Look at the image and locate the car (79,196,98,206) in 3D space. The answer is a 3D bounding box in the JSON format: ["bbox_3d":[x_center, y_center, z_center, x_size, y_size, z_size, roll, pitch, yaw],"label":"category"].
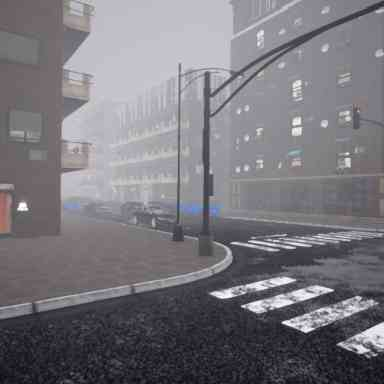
[{"bbox_3d":[-18.226,1.596,58.305,1.967,1.590,4.097,1,-1,-35],"label":"car"}]

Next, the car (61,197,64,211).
[{"bbox_3d":[-15.152,1.580,40.020,2.008,1.369,4.403,1,-1,-35],"label":"car"}]

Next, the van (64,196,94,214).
[{"bbox_3d":[-11.966,1.360,35.423,1.690,1.788,3.998,1,-1,-35],"label":"van"}]

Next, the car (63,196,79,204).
[{"bbox_3d":[-24.596,1.613,67.504,1.967,1.590,4.097,1,-1,-35],"label":"car"}]

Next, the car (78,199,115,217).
[{"bbox_3d":[-8.784,1.591,30.821,1.802,1.307,4.206,1,-1,-35],"label":"car"}]

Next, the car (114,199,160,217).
[{"bbox_3d":[-4.979,1.559,29.665,1.812,1.442,4.674,1,-1,-35],"label":"car"}]

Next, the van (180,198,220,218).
[{"bbox_3d":[0.882,1.438,30.709,1.690,1.788,3.998,1,-1,-35],"label":"van"}]

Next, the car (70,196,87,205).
[{"bbox_3d":[-21.411,1.604,62.904,1.967,1.590,4.097,1,-1,-35],"label":"car"}]

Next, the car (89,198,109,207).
[{"bbox_3d":[-15.043,1.728,53.704,1.802,1.307,4.206,1,-1,-35],"label":"car"}]

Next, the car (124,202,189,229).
[{"bbox_3d":[-2.414,1.539,21.623,2.008,1.369,4.403,1,-1,-35],"label":"car"}]

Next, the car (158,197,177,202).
[{"bbox_3d":[-3.409,1.549,32.372,1.882,1.535,5.008,1,-1,-34],"label":"car"}]

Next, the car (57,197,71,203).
[{"bbox_3d":[-27.781,1.726,72.103,1.887,1.381,4.507,1,-1,-35],"label":"car"}]

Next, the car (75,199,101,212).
[{"bbox_3d":[-12.930,1.621,41.178,1.994,1.385,4.181,1,0,-34],"label":"car"}]
